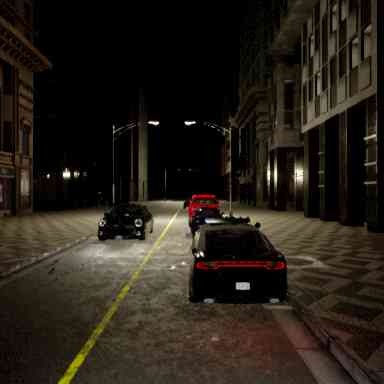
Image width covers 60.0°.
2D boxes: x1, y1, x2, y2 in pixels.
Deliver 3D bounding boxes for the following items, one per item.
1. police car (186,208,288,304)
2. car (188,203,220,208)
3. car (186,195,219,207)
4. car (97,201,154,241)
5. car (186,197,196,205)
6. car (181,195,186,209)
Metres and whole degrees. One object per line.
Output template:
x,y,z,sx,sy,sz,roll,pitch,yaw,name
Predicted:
0.877,1.429,8.357,1.930,1.638,5.238,0,0,0,police car
0.849,1.537,18.248,1.812,1.442,4.674,0,0,0,car
0.832,1.244,24.279,2.150,2.045,5.566,0,0,0,car
-3.147,1.361,16.508,2.097,1.767,4.553,0,0,0,car
-0.175,1.702,61.822,1.895,1.301,4.718,0,0,0,car
-0.099,1.412,46.054,2.097,1.767,4.553,0,0,0,car
